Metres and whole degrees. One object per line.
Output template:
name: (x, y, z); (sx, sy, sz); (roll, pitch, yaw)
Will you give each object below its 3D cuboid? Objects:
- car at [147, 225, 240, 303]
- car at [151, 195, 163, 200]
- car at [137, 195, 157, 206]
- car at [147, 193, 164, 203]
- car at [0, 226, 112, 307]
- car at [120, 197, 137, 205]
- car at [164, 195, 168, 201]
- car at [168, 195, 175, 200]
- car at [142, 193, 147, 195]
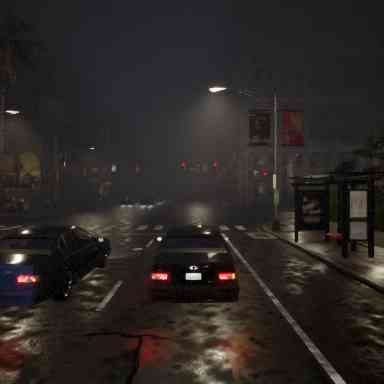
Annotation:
car: (0.024, 1.547, 8.421); (2.033, 1.411, 5.357); (0, 0, 0)
car: (-9.861, 1.595, 93.608); (1.895, 1.301, 4.718); (0, 0, 12)
car: (-7.431, 1.564, 54.824); (1.994, 1.385, 4.181); (0, 0, -2)
car: (-7.511, 1.355, 69.539); (2.097, 1.767, 4.553); (0, 0, 0)
car: (-3.476, 1.547, 8.236); (2.033, 1.411, 5.357); (0, 0, 0)
car: (-10.995, 1.565, 56.860); (1.994, 1.385, 4.181); (0, 0, 0)
car: (-7.597, 1.500, 80.957); (1.837, 1.490, 4.892); (0, 0, 0)
car: (-6.216, 1.500, 93.764); (1.837, 1.490, 4.892); (0, 0, 12)
car: (-11.015, 1.524, 70.081); (1.812, 1.442, 4.674); (0, 0, 0)
